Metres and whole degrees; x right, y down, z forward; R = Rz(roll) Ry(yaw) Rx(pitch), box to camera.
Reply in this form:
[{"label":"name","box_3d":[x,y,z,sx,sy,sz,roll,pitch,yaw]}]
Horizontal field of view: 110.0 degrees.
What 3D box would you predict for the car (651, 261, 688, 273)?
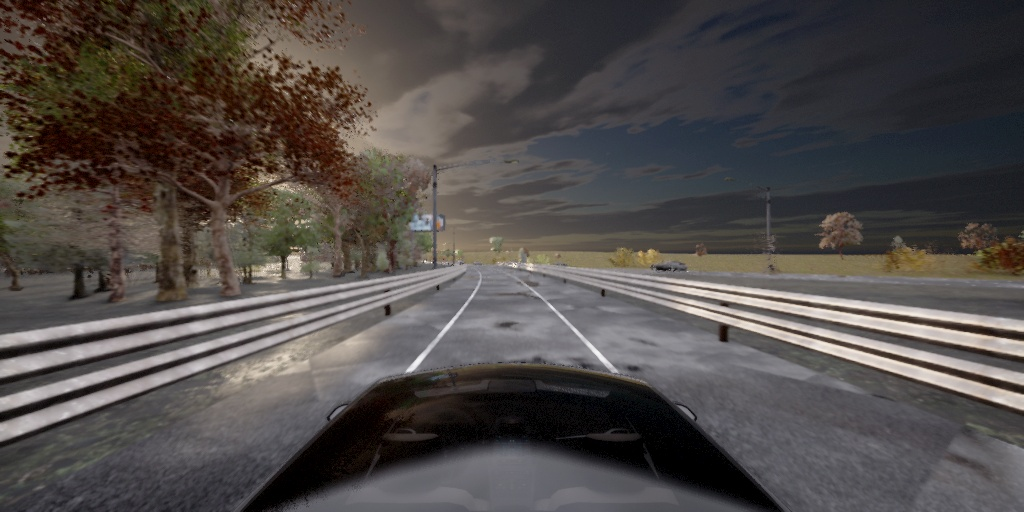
[{"label":"car","box_3d":[20.104,1.356,46.051,2.128,1.511,4.902,0,-1,-23]}]
